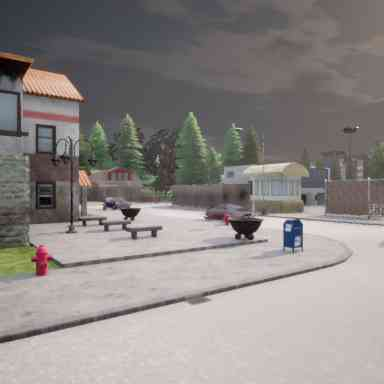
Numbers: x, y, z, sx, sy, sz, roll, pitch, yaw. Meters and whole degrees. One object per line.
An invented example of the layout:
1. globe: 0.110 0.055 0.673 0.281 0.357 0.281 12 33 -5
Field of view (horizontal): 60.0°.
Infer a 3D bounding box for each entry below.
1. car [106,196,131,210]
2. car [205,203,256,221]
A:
1. car: -9.490 1.350 42.360 2.097 1.767 4.553 0 0 -35
2. car: 2.804 1.564 24.965 1.994 1.385 4.181 0 0 -35
